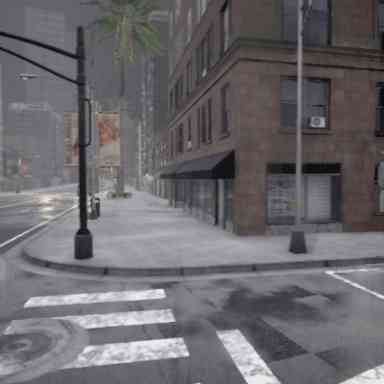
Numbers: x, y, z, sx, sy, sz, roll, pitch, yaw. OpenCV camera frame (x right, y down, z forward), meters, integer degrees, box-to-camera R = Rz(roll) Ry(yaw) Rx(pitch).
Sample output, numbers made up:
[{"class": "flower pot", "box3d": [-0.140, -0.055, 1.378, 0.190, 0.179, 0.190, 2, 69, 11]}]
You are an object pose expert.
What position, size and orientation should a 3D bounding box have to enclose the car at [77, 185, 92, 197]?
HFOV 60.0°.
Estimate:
[{"class": "car", "box3d": [-18.139, -0.309, 56.266, 2.150, 2.045, 5.566, -1, 2, -12]}]
